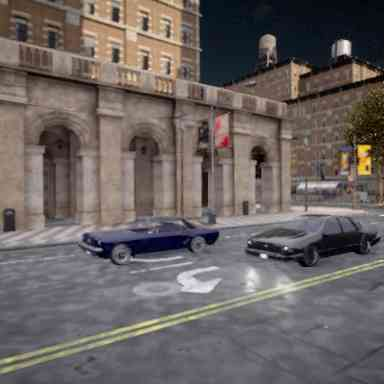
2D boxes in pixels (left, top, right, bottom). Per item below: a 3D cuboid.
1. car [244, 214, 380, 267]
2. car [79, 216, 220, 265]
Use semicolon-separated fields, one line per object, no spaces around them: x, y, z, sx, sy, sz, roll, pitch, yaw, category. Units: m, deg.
4.268;1.463;11.237;5.357;1.411;2.033;-1;0;-35;car
-1.388;1.554;11.603;4.718;1.301;1.895;-1;0;-36;car
